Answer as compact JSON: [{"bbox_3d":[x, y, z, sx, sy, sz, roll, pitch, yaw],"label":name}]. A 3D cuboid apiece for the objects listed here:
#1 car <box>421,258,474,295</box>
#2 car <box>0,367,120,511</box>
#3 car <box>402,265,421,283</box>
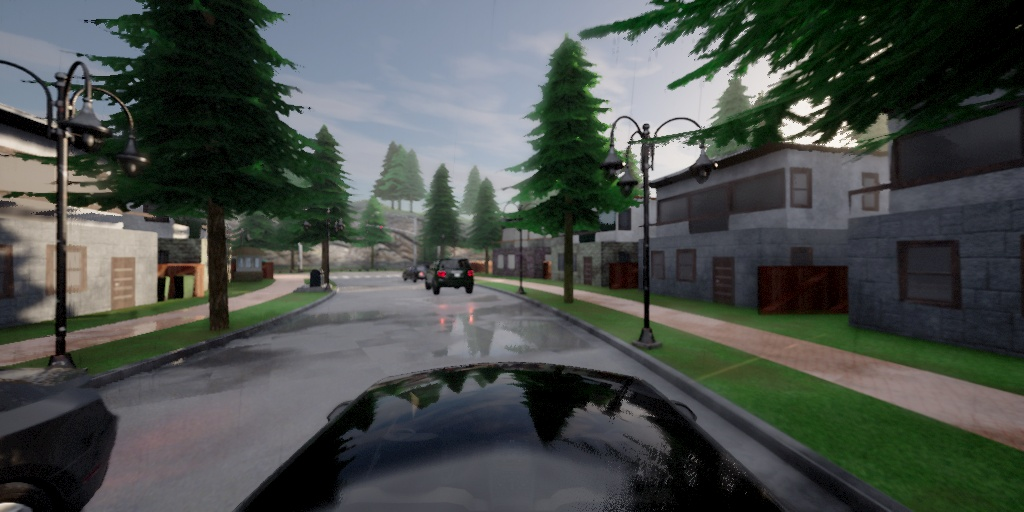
[{"bbox_3d":[-3.820,1.118,21.401,2.150,2.045,5.566,0,0,-21],"label":"car"},{"bbox_3d":[-3.787,1.249,0.535,1.837,1.490,4.892,0,0,-1],"label":"car"},{"bbox_3d":[-8.012,1.517,31.002,2.033,1.411,5.357,0,0,-31],"label":"car"}]
